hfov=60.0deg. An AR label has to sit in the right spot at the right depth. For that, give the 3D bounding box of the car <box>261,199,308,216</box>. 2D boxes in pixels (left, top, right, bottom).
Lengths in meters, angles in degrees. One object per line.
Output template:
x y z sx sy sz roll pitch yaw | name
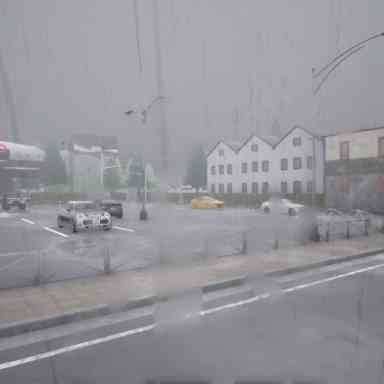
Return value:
8.397 1.349 30.482 1.812 1.442 4.674 0 0 -36 | car

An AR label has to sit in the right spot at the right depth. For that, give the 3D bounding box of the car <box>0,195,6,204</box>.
-39.629 1.495 65.801 4.611 1.667 2.242 0 0 -36 | car

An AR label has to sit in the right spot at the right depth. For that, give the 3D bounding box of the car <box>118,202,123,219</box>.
-6.864 1.313 25.457 2.007 1.523 4.514 0 0 -36 | car

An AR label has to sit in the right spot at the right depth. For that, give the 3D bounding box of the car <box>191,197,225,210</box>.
1.813 1.301 39.694 1.882 1.535 5.008 0 0 -35 | car

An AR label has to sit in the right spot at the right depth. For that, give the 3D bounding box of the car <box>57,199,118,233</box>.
-5.731 1.248 17.595 1.970 1.475 3.806 0 0 -36 | car

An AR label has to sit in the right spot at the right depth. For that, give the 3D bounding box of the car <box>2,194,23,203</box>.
-39.404 1.328 72.930 3.866 1.878 1.905 0 0 -36 | car

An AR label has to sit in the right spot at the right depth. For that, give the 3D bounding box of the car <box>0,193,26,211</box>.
-20.255 1.092 37.855 1.905 1.878 3.866 0 0 -36 | car
